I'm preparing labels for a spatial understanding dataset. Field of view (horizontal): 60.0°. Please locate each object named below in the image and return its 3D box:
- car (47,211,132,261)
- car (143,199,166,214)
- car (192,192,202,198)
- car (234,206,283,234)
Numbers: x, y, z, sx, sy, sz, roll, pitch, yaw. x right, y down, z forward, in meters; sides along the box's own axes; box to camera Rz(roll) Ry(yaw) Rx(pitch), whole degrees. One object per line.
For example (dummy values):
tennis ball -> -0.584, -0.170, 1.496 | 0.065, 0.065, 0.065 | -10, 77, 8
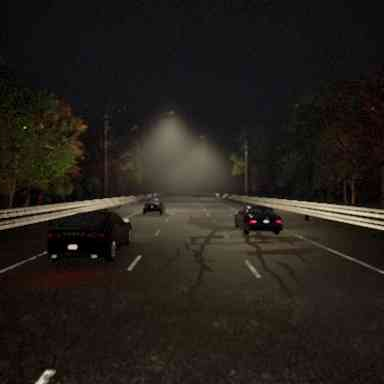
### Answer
car -> -3.438, 1.417, 12.030 | 1.882, 1.535, 5.008 | 0, 0, 0
car -> -3.617, 1.379, 32.421 | 2.033, 1.411, 5.357 | 0, 0, -1
car -> 1.810, 0.951, 92.784 | 1.882, 1.535, 5.008 | 0, 0, -2
car -> 3.525, 1.453, 18.417 | 2.033, 1.411, 5.357 | 0, 0, 0
